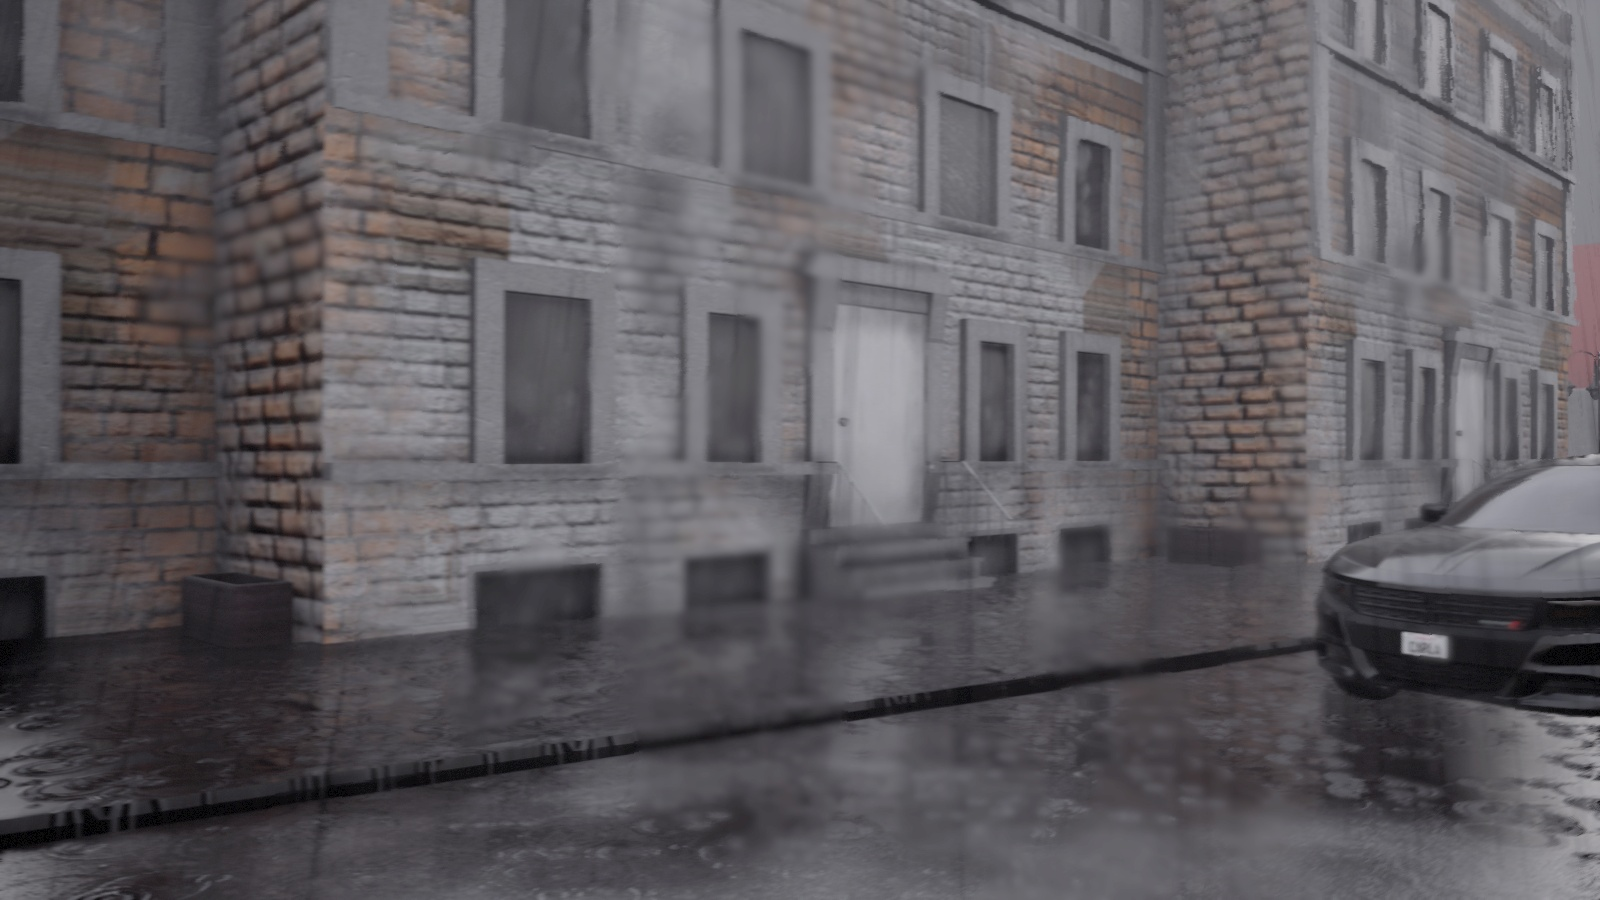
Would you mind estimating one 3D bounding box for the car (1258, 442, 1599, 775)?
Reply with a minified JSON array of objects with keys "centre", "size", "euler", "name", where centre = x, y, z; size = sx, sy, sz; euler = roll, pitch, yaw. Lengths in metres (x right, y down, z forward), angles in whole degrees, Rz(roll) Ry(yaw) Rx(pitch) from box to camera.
[{"centre":[5.243,0.731,7.920],"size":[5.008,1.535,1.882],"euler":[0,0,-35],"name":"car"}]
